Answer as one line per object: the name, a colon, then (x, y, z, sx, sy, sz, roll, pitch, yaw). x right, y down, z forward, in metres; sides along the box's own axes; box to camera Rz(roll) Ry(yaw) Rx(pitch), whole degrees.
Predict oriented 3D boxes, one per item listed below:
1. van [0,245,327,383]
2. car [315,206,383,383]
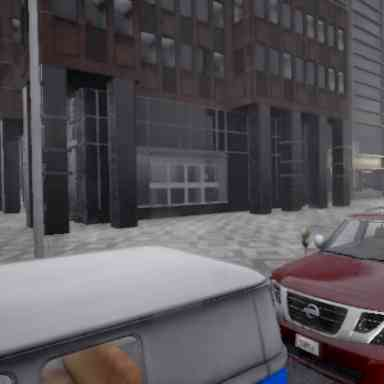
van: (-1.278, 1.343, 1.624, 3.998, 1.788, 1.690, -2, 1, -36)
car: (3.206, 1.162, 4.847, 5.009, 1.841, 2.192, -2, 1, -36)
